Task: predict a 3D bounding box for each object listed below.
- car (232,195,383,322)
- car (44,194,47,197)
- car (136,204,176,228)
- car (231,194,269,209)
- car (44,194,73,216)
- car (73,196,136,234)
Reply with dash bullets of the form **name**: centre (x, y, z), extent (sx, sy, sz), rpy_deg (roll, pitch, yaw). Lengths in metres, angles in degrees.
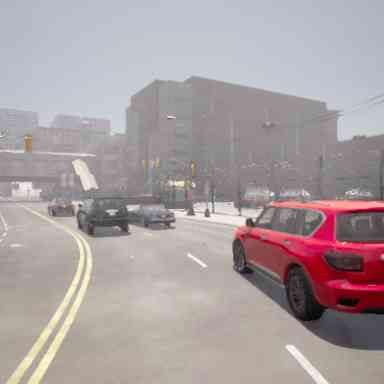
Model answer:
- **car**: centre (2.613, 1.196, 7.481), extent (2.150, 2.045, 5.566), rpy_deg (0, 0, -10)
- **car**: centre (-36.789, 1.759, 87.222), extent (1.895, 1.301, 4.718), rpy_deg (0, 0, -31)
- **car**: centre (-2.910, 1.547, 22.512), extent (2.033, 1.411, 5.357), rpy_deg (0, 0, -28)
- **car**: centre (7.249, 1.171, 41.968), extent (2.185, 1.767, 4.553), rpy_deg (0, 0, -31)
- **car**: centre (-13.246, 1.409, 33.598), extent (2.097, 1.767, 4.553), rpy_deg (0, 0, -30)
- **car**: centre (-5.353, 1.239, 19.609), extent (2.150, 2.045, 5.566), rpy_deg (0, 0, -27)
